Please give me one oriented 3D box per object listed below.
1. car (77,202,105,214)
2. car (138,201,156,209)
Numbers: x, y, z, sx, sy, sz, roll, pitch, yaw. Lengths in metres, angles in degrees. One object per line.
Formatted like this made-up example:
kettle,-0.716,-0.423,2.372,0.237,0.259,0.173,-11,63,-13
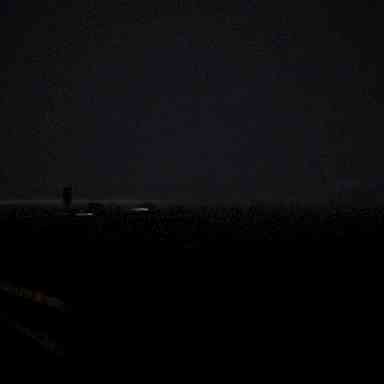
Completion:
car,-13.339,2.070,44.260,1.812,1.442,4.674,-1,-1,16
car,-8.267,2.387,60.936,1.994,1.385,4.181,-1,-1,18
